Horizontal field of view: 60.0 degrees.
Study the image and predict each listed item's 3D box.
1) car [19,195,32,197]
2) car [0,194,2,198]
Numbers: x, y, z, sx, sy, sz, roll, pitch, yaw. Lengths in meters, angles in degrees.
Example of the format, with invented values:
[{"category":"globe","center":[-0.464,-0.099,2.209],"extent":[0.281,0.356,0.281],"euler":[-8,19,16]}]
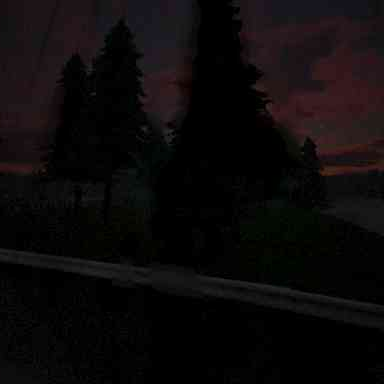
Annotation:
[{"category":"car","center":[-39.793,1.428,79.059],"extent":[1.882,1.535,5.008],"euler":[0,0,-3]},{"category":"car","center":[-46.781,1.303,78.699],"extent":[2.097,1.767,4.553],"euler":[0,0,-3]}]
